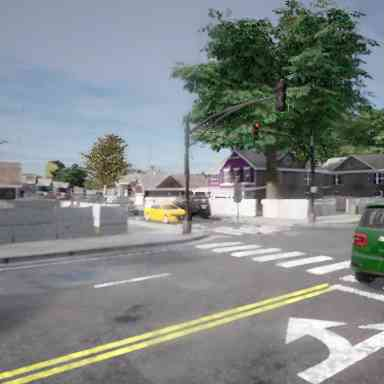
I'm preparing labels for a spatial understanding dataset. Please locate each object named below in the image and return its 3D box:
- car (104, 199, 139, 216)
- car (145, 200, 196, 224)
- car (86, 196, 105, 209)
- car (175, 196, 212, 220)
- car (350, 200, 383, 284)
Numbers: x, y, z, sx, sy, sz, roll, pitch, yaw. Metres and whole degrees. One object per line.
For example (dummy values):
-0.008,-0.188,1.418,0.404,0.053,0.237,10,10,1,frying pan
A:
-7.254,1.596,34.900,2.097,1.767,4.553,0,0,-31,car
-2.076,1.655,26.751,1.882,1.535,5.008,0,0,-33,car
-12.602,1.539,44.147,2.150,2.045,5.566,0,0,-29,car
-0.467,1.401,29.627,2.150,2.045,5.566,0,0,-33,car
5.990,1.238,8.704,2.150,2.045,5.566,0,-1,43,car
